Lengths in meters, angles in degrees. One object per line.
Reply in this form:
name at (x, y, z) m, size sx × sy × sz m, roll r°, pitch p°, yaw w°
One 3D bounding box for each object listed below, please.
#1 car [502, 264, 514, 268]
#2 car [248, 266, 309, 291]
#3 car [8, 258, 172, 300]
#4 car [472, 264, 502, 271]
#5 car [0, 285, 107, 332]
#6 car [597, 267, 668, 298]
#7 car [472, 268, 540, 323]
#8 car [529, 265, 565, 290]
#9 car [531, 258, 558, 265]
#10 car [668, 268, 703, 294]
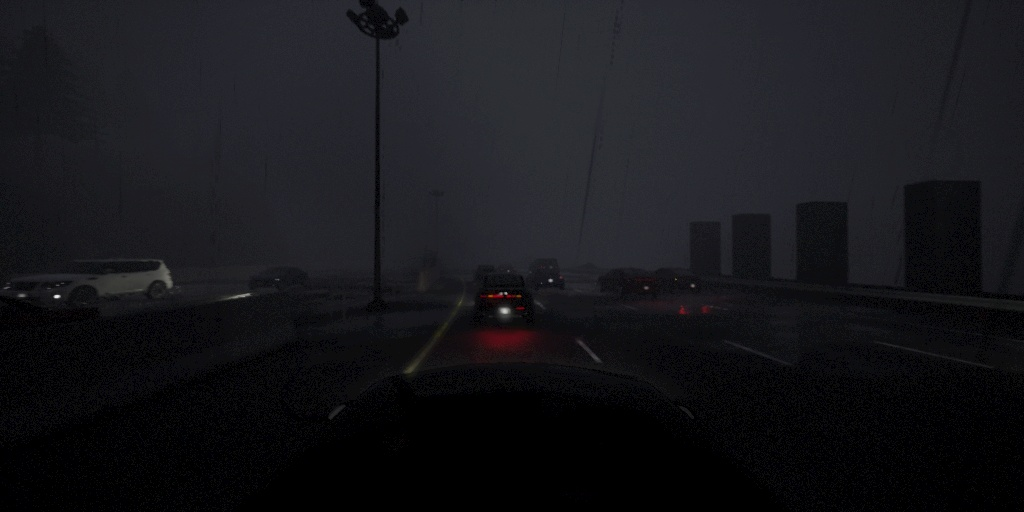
car at (-0.811, 1.625, 41.507) m, size 1.994 × 1.385 × 4.181 m, roll 0°, pitch 0°, yaw -12°
car at (-15.573, 1.425, 24.172) m, size 1.882 × 1.535 × 5.008 m, roll 0°, pitch -1°, yaw -7°
car at (-18.260, 1.108, 15.936) m, size 2.150 × 2.045 × 5.566 m, roll 0°, pitch 0°, yaw -5°
car at (-2.286, 1.483, 30.517) m, size 1.837 × 1.490 × 4.892 m, roll 0°, pitch 0°, yaw -9°
car at (-10.718, 1.402, 6.281) m, size 1.895 × 1.301 × 4.718 m, roll 0°, pitch 0°, yaw -2°
car at (6.151, 1.357, 19.419) m, size 1.882 × 1.535 × 5.008 m, roll 0°, pitch 0°, yaw -5°
car at (-0.324, 1.341, 12.640) m, size 1.837 × 1.490 × 4.892 m, roll 0°, pitch 0°, yaw -3°
car at (2.150, 1.485, 23.981) m, size 1.994 × 1.385 × 4.181 m, roll 0°, pitch 0°, yaw -6°
car at (3.386, 1.255, 38.617) m, size 2.150 × 2.045 × 5.566 m, roll 0°, pitch 0°, yaw -11°
car at (9.481, 1.417, 21.562) m, size 1.812 × 1.442 × 4.674 m, roll 0°, pitch 0°, yaw -6°
